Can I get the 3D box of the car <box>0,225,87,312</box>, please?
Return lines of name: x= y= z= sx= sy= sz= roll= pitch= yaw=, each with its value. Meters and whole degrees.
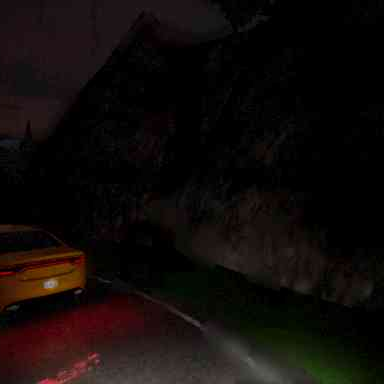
car: x=-4.347 y=1.478 z=7.518 sx=5.008 sy=1.535 sz=1.882 roll=0 pitch=0 yaw=42
